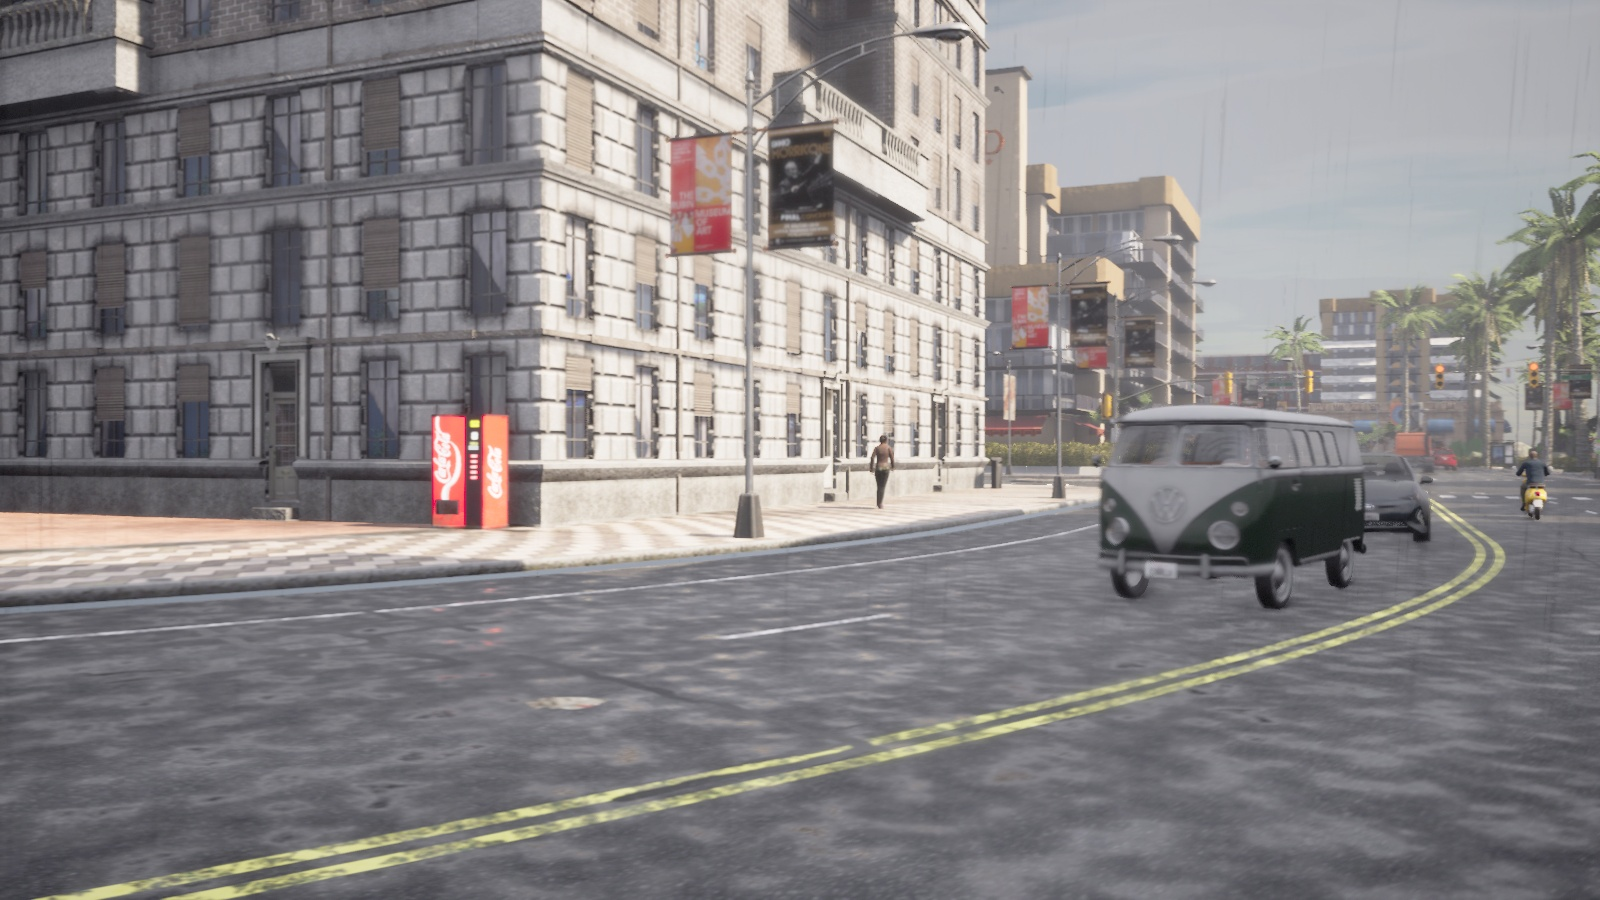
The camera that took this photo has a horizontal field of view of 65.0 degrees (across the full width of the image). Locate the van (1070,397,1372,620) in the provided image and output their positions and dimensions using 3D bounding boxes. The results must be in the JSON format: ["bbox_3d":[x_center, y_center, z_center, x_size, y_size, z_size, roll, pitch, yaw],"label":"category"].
[{"bbox_3d":[4.672,0.529,13.498,1.775,1.987,4.442,0,0,37],"label":"van"}]

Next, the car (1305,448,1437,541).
[{"bbox_3d":[10.433,0.738,22.955,2.007,1.525,4.514,0,0,25],"label":"car"}]

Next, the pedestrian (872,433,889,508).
[{"bbox_3d":[1.969,0.494,30.662,0.328,1.805,0.869,0,0,10],"label":"pedestrian"}]

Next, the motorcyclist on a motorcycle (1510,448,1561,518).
[{"bbox_3d":[17.294,0.747,29.561,0.866,1.590,1.817,0,0,24],"label":"motorcyclist on a motorcycle"}]
